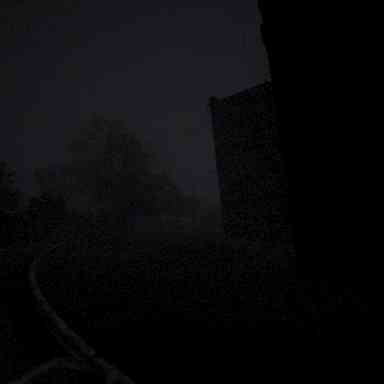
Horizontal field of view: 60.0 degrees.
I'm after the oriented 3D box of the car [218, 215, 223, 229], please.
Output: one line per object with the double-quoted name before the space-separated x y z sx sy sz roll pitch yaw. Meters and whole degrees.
"car" 5.788 4.083 46.067 2.150 2.045 5.566 -9 -9 36
